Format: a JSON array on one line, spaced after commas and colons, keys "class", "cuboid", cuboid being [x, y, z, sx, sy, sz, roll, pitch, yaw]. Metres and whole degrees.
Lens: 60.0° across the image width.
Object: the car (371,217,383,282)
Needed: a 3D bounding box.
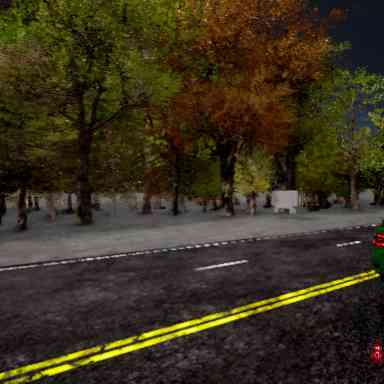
[{"class": "car", "cuboid": [6.632, 1.218, 8.172, 5.566, 2.045, 2.150, 0, 0, -36]}]
